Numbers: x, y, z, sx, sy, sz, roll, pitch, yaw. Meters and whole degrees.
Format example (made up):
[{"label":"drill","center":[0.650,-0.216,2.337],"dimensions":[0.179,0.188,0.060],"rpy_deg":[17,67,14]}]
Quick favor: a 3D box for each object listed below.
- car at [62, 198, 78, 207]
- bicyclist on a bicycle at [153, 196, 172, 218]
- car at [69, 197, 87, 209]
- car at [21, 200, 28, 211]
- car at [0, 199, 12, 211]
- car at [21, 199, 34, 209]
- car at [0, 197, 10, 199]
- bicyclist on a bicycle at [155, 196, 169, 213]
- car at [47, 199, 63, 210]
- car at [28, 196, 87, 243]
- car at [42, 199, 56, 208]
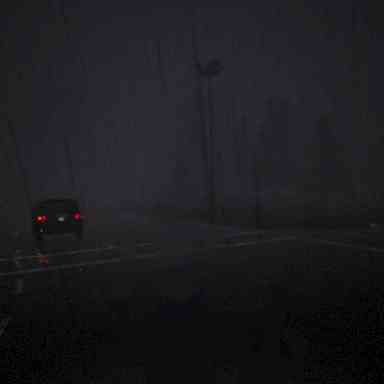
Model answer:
[{"label":"car","center":[-22.702,1.943,61.586],"dimensions":[2.033,1.411,5.357],"rpy_deg":[-2,0,-28]},{"label":"bicyclist on a bicycle","center":[-2.521,1.407,27.950],"dimensions":[1.656,1.620,0.582],"rpy_deg":[-2,0,-16]},{"label":"car","center":[-18.384,1.657,53.457],"dimensions":[2.097,1.767,4.553],"rpy_deg":[-2,0,-28]},{"label":"car","center":[-24.241,1.968,49.769],"dimensions":[1.882,1.535,5.008],"rpy_deg":[-2,0,-28]},{"label":"car","center":[-27.601,2.140,48.643],"dimensions":[2.033,1.411,5.357],"rpy_deg":[-2,0,-28]},{"label":"car","center":[-28.814,2.065,58.171],"dimensions":[1.882,1.535,5.008],"rpy_deg":[-2,0,-28]},{"label":"car","center":[-32.471,1.916,57.584],"dimensions":[2.150,2.045,5.566],"rpy_deg":[-2,0,-28]},{"label":"bicyclist on a bicycle","center":[-2.950,1.245,32.940],"dimensions":[0.582,1.620,1.656],"rpy_deg":[-2,1,28]},{"label":"car","center":[-21.501,1.906,51.977],"dimensions":[1.837,1.490,4.892],"rpy_deg":[-2,0,-28]},{"label":"car","center":[-7.188,1.354,17.553],"dimensions":[2.150,2.045,5.566],"rpy_deg":[-2,0,-27]},{"label":"car","center":[-25.793,1.996,59.944],"dimensions":[1.837,1.490,4.892],"rpy_deg":[-2,0,-28]}]
